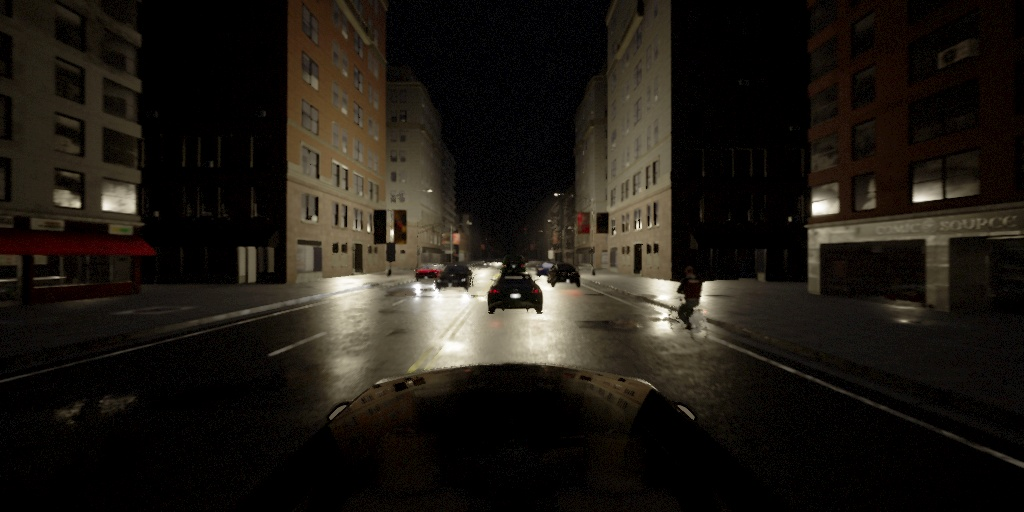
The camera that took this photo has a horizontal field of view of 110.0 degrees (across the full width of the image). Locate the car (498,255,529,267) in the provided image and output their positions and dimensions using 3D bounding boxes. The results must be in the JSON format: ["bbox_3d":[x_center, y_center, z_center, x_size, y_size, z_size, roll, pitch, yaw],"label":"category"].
[{"bbox_3d":[0.143,0.973,32.403,2.150,2.045,5.566,0,0,0],"label":"car"}]

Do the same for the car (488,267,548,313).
[{"bbox_3d":[0.117,1.313,14.027,1.994,1.385,4.181,0,0,0],"label":"car"}]

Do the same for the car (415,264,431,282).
[{"bbox_3d":[-6.538,1.351,29.566,1.895,1.301,4.718,0,0,0],"label":"car"}]

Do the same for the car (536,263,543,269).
[{"bbox_3d":[3.296,1.317,34.042,1.994,1.385,4.181,0,0,0],"label":"car"}]

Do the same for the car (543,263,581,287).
[{"bbox_3d":[3.378,1.256,24.088,1.837,1.490,4.892,0,0,0],"label":"car"}]

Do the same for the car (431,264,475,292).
[{"bbox_3d":[-3.318,1.275,21.608,1.812,1.442,4.674,0,0,0],"label":"car"}]

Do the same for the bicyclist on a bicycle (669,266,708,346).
[{"bbox_3d":[4.153,1.121,8.571,0.659,1.776,1.843,0,0,0],"label":"bicyclist on a bicycle"}]
